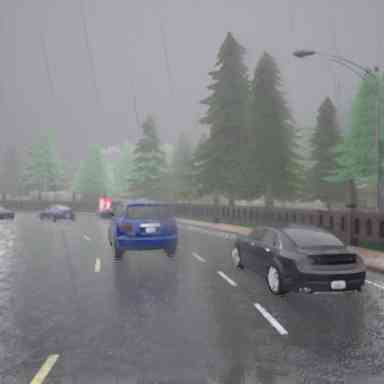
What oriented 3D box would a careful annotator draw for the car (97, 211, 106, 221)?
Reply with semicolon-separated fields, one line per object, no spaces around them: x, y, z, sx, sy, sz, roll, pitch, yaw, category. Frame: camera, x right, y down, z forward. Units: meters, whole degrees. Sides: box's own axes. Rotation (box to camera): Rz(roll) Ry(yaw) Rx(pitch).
-6.444;1.909;28.517;1.895;1.301;4.718;0;-1;-38;car

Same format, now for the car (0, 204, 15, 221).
-17.608;1.808;29.544;5.008;1.535;1.882;-1;-1;37;car

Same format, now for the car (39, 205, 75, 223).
-11.923;1.848;29.356;1.812;1.442;4.674;1;-1;-44;car

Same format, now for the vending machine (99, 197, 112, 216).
-9.758;1.603;37.603;0.880;2.100;1.100;-1;-1;40;vending machine

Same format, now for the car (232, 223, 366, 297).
2.485;1.599;8.955;1.837;1.490;4.892;0;0;-10;car

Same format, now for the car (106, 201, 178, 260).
-2.129;1.366;13.434;2.150;2.045;5.566;0;-1;-17;car
